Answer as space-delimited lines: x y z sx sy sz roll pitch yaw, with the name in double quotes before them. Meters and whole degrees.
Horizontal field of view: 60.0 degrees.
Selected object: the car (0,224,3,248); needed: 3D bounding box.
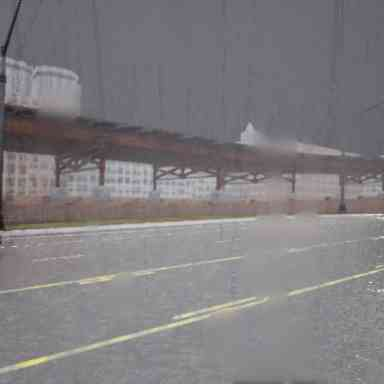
"car" -8.829 1.496 10.588 4.892 1.490 1.837 0 0 -35
